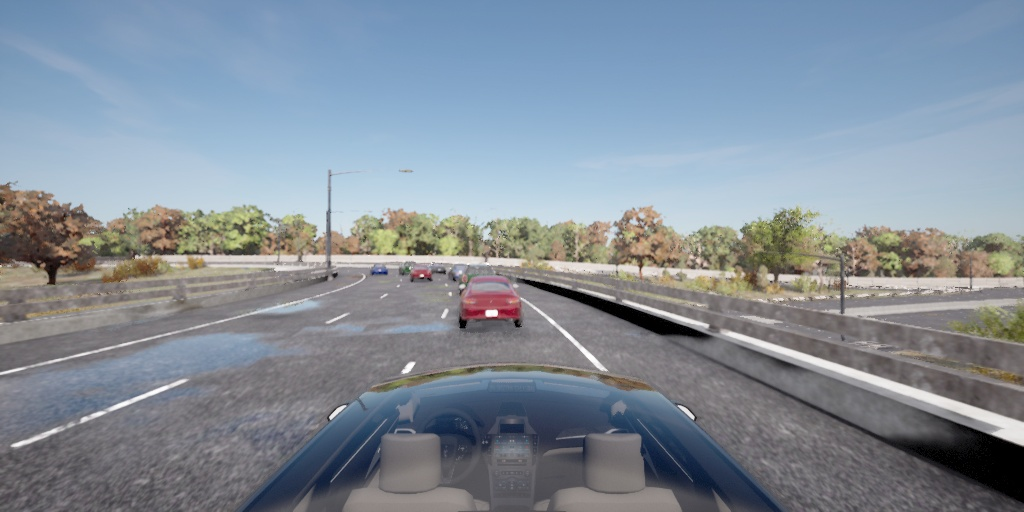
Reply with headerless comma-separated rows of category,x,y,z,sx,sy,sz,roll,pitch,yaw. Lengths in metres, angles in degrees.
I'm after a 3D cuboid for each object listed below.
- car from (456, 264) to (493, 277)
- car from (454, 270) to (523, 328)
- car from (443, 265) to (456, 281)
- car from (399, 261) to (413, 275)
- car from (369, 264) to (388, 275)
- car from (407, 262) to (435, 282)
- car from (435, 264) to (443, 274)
car,-2.000,1.253,20.752,2.097,1.767,4.553,0,-1,-9
car,-0.740,1.355,11.693,1.812,1.442,4.674,0,0,-5
car,-4.812,1.550,33.211,2.033,1.411,5.357,0,0,-16
car,-12.979,1.458,45.102,2.097,1.767,4.553,0,-1,-23
car,-16.665,1.673,44.847,1.994,1.385,4.181,0,0,-24
car,-8.327,1.529,32.668,1.812,1.442,4.674,0,-1,-17
car,-9.886,1.679,46.773,1.994,1.385,4.181,0,0,-23
